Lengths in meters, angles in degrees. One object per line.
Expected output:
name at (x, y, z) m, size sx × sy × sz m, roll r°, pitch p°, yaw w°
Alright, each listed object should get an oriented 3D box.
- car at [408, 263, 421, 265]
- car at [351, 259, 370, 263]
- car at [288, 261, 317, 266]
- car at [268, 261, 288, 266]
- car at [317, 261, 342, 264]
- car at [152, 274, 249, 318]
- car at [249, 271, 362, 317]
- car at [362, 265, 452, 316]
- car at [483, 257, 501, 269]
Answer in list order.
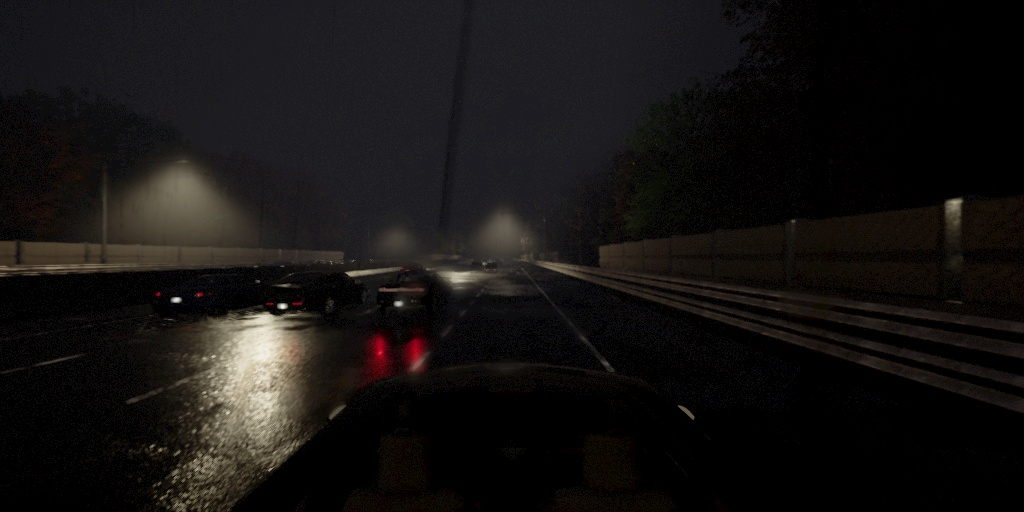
car at (-10.493, 1.438, 38.484) m, size 1.994 × 1.385 × 4.181 m, roll 0°, pitch 0°, yaw 0°
car at (-21.030, 1.263, 49.687) m, size 2.097 × 1.767 × 4.553 m, roll 0°, pitch 0°, yaw 1°
car at (-28.021, 1.402, 49.581) m, size 2.128 × 1.511 × 4.902 m, roll 0°, pitch 0°, yaw 1°
car at (-31.514, 1.432, 49.135) m, size 1.812 × 1.442 × 4.674 m, roll 0°, pitch 0°, yaw 1°
car at (-24.525, 1.473, 49.605) m, size 1.994 × 1.385 × 4.181 m, roll 0°, pitch 0°, yaw 1°
car at (-10.499, 1.352, 13.225) m, size 1.994 × 1.385 × 4.181 m, roll 0°, pitch 0°, yaw 0°
car at (-6.999, 1.295, 13.366) m, size 1.837 × 1.490 × 4.892 m, roll 0°, pitch 0°, yaw 0°
car at (-3.499, 1.281, 13.521) m, size 2.128 × 1.511 × 4.902 m, roll 0°, pitch 0°, yaw 0°
car at (-3.489, 1.451, 62.976) m, size 2.128 × 1.511 × 4.902 m, roll 0°, pitch 0°, yaw 0°
